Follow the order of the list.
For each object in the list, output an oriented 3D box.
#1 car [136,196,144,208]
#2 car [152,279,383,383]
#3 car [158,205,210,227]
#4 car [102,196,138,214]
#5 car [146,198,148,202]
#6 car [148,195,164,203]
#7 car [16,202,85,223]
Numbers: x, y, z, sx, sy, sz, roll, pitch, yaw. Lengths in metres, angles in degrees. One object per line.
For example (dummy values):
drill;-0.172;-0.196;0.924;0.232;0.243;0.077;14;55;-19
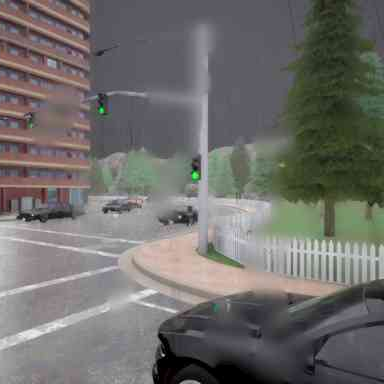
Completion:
car;-8.100;1.296;45.690;2.097;1.767;4.553;0;0;-11
car;1.890;1.478;2.641;5.008;1.535;1.882;0;0;36
car;-0.371;1.545;22.288;1.895;1.301;4.718;0;0;24
car;-7.802;1.492;35.393;2.033;1.411;5.357;0;0;7
car;-11.785;1.470;68.730;4.674;1.442;1.812;0;0;44
car;-7.725;1.448;69.338;1.837;1.490;4.892;0;0;-42
car;-10.623;1.492;25.575;2.033;1.411;5.357;0;0;24
